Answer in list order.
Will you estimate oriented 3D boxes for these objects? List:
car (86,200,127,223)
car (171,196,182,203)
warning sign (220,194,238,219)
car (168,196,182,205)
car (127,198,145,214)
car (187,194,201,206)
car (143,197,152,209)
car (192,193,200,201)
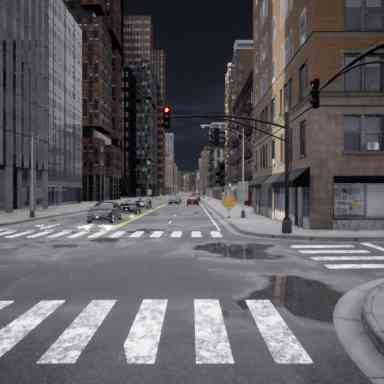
[{"bbox_3d":[-6.595,1.507,25.490,1.837,1.490,4.892,0,0,0],"label":"car"},{"bbox_3d":[-3.142,1.573,69.676,2.033,1.411,5.357,0,0,0],"label":"car"},{"bbox_3d":[2.858,1.118,25.685,1.300,1.860,1.060,0,0,0],"label":"warning sign"},{"bbox_3d":[-3.140,1.619,59.418,1.895,1.301,4.718,0,0,0],"label":"car"},{"bbox_3d":[-6.596,1.570,35.413,1.994,1.385,4.181,0,0,0],"label":"car"},{"bbox_3d":[0.110,1.493,54.876,1.882,1.535,5.008,0,0,0],"label":"car"},{"bbox_3d":[-6.581,1.502,45.387,2.128,1.511,4.902,0,0,0],"label":"car"},{"bbox_3d":[0.990,1.268,85.720,2.150,2.045,5.566,0,0,0],"label":"car"}]
